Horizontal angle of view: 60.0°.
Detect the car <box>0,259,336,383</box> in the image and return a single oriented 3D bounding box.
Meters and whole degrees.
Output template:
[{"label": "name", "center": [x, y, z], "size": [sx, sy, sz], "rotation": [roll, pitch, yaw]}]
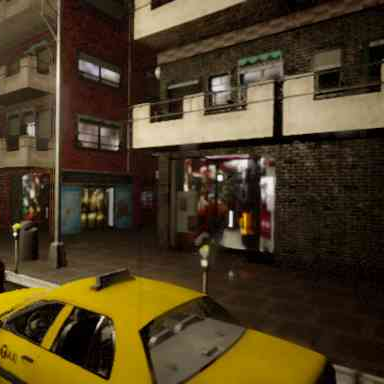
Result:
[{"label": "car", "center": [-1.027, 1.514, 3.593], "size": [4.829, 1.417, 1.752], "rotation": [0, 1, 36]}]
